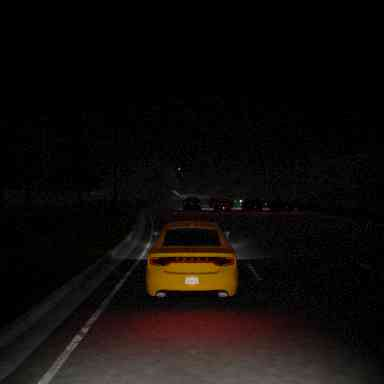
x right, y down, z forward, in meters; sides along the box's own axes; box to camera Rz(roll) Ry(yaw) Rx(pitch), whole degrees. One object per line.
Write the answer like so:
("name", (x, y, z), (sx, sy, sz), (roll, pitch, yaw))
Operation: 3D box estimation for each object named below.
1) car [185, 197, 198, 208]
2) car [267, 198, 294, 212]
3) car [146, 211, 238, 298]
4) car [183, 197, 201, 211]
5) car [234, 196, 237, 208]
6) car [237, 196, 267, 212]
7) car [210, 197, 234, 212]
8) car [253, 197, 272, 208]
("car", (-0.006, 1.505, 49.606), (1.837, 1.490, 4.892), (0, 0, 0))
("car", (10.495, 1.478, 39.188), (1.882, 1.535, 5.008), (0, 0, 0))
("car", (-0.001, 1.478, 8.578), (1.882, 1.535, 5.008), (0, 0, 0))
("car", (-0.005, 1.352, 39.573), (2.097, 1.767, 4.553), (0, 0, 0))
("car", (6.994, 1.352, 49.577), (2.097, 1.767, 4.553), (0, 0, 0))
("car", (6.995, 1.491, 39.187), (2.128, 1.511, 4.902), (0, 0, 0))
("car", (3.495, 1.505, 39.187), (1.837, 1.490, 4.892), (0, 0, 0))
("car", (10.494, 1.526, 49.607), (1.812, 1.442, 4.674), (0, 0, 0))
